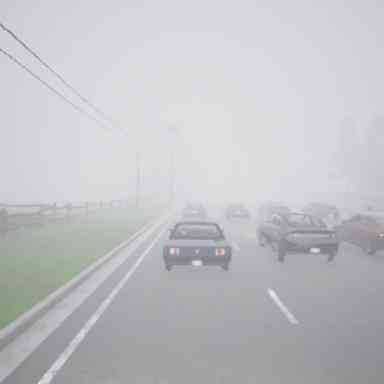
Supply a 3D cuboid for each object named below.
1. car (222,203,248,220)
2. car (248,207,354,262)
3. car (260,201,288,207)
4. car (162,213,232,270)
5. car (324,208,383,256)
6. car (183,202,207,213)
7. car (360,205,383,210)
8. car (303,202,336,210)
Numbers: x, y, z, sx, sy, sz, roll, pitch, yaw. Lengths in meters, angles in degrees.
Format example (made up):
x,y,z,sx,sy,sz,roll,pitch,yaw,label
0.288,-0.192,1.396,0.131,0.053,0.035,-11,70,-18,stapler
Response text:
x,y,z,sx,sy,sz,roll,pitch,yaw,label
3.725,1.587,28.673,1.994,1.385,4.181,0,0,0,car
3.656,1.517,12.265,2.128,1.511,4.902,0,0,0,car
7.229,1.527,29.576,1.882,1.535,5.008,0,0,0,car
0.150,1.600,11.042,1.895,1.301,4.718,0,0,0,car
7.160,1.577,13.240,1.812,1.442,4.674,0,0,0,car
0.224,1.561,28.686,1.994,1.385,4.181,0,0,0,car
14.215,1.703,26.402,1.895,1.301,4.718,0,0,0,car
10.723,1.580,28.082,1.837,1.490,4.892,0,0,0,car
